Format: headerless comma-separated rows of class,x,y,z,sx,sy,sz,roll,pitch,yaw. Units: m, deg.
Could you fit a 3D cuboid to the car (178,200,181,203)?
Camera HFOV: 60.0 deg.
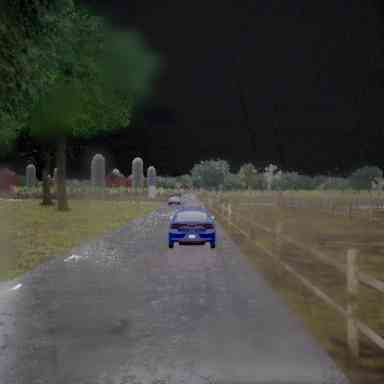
car,0.000,1.590,29.684,1.895,1.301,4.718,0,0,0

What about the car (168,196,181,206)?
car,-2.750,1.431,53.656,1.882,1.535,5.008,0,0,0

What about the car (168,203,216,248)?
car,0.000,1.477,14.653,1.882,1.535,5.008,0,0,0
